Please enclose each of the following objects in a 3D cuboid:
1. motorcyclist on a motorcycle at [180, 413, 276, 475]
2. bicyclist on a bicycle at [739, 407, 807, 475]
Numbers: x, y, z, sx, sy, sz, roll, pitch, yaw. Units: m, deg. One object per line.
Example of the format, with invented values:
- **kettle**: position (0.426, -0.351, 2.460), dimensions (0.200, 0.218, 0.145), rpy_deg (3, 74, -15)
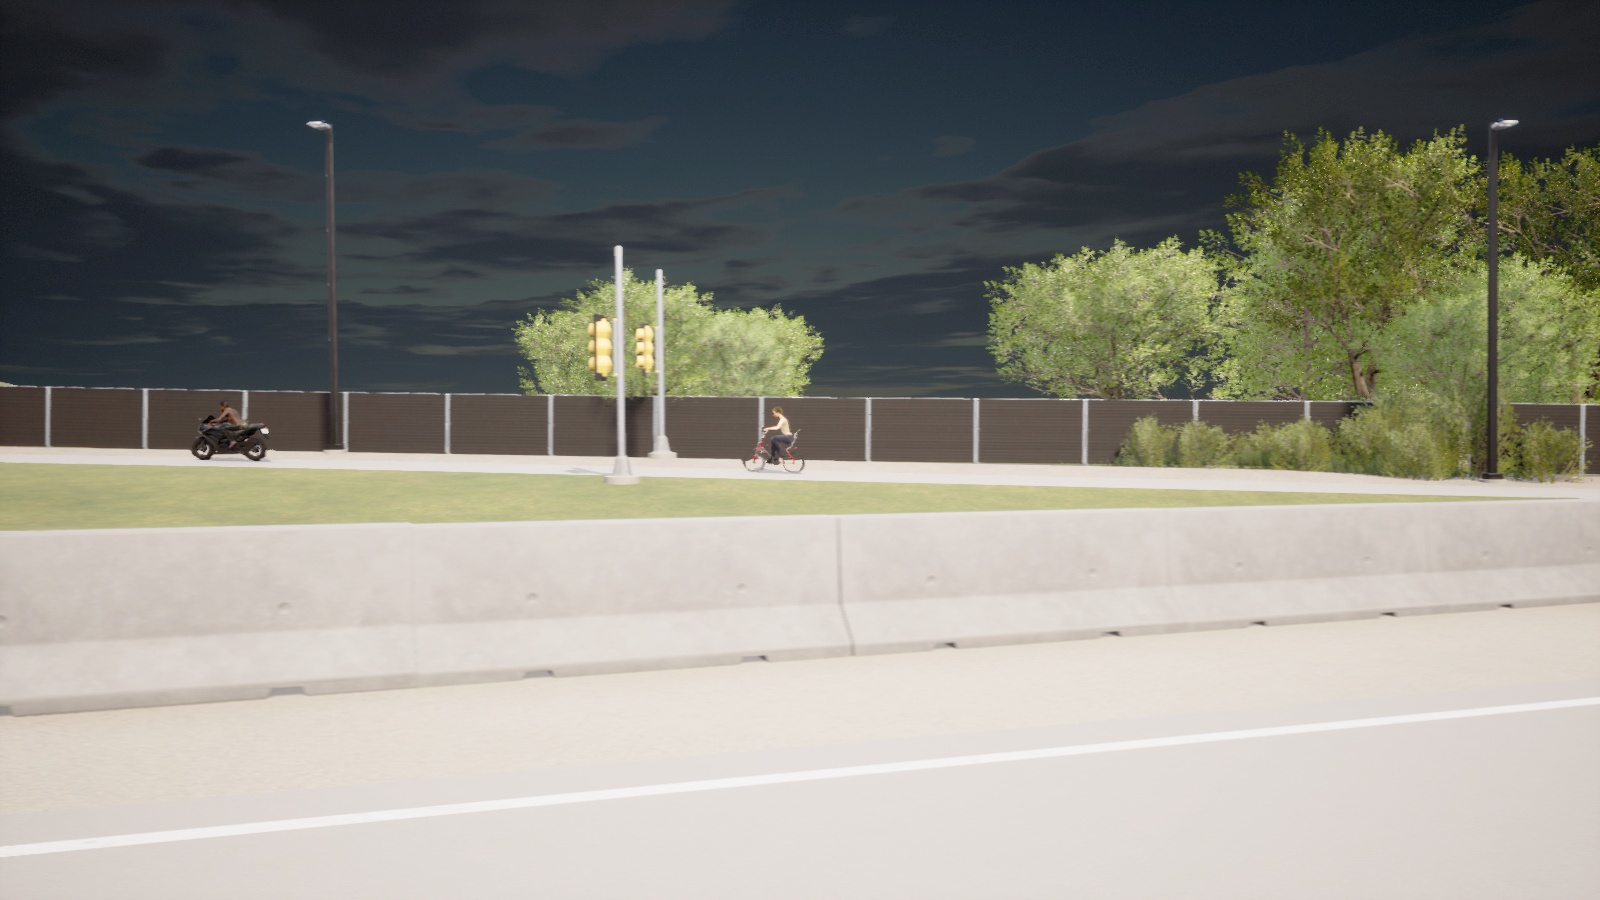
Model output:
- **motorcyclist on a motorcycle**: position (-14.425, -0.160, 31.699), dimensions (2.044, 1.523, 0.797), rpy_deg (0, 2, 6)
- **bicyclist on a bicycle**: position (-0.645, -0.223, 30.210), dimensions (1.509, 1.612, 0.866), rpy_deg (0, 2, 6)
